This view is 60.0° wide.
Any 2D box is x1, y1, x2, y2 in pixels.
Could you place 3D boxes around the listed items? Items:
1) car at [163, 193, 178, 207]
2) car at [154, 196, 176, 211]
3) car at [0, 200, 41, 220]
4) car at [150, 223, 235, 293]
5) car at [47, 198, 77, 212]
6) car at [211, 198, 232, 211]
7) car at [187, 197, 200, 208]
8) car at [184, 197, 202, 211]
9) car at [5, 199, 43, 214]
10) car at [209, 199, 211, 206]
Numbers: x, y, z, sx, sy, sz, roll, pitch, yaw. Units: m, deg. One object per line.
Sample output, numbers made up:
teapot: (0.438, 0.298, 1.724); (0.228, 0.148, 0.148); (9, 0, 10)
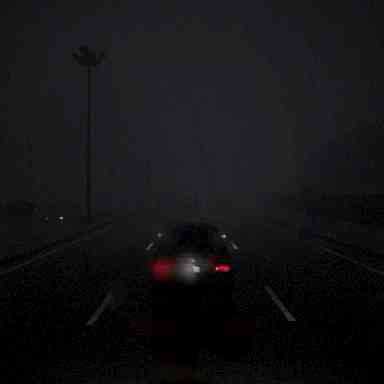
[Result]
car: (-3.308, 1.221, 50.284); (2.150, 2.045, 5.566); (0, 0, 0)
car: (-3.384, 1.547, 39.954); (2.033, 1.411, 5.357); (0, 0, 0)
car: (-15.049, 1.491, 28.477); (2.128, 1.511, 4.902); (0, 0, 0)
car: (0.007, 1.548, 8.959); (2.033, 1.411, 5.357); (0, 0, 0)
car: (-14.947, 1.478, 38.533); (1.882, 1.535, 5.008); (0, 0, 1)
car: (3.615, 1.478, 39.789); (1.882, 1.535, 5.008); (0, 0, 0)
car: (0.192, 1.505, 50.230); (1.837, 1.490, 4.892); (0, 0, 0)
car: (0.116, 1.491, 39.895); (2.128, 1.511, 4.902); (0, 0, 0)
car: (-18.473, 1.564, 36.818); (1.994, 1.385, 4.181); (0, 0, 1)
car: (3.692, 1.564, 50.206); (1.994, 1.385, 4.181); (0, 0, 0)
